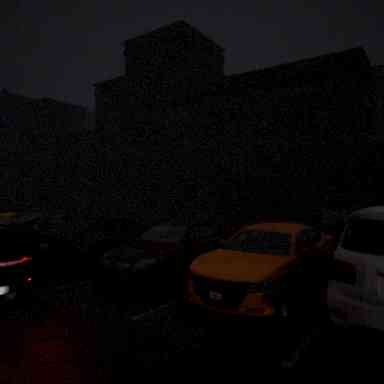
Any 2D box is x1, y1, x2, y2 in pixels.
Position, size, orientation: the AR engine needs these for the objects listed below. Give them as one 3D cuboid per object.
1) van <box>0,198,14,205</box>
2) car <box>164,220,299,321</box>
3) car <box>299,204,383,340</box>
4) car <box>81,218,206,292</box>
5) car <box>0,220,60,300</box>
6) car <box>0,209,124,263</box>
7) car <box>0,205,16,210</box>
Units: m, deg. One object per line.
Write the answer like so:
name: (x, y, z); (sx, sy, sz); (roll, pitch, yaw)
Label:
van: (-11.602, 1.279, 17.080); (1.878, 1.987, 4.442); (0, 0, 36)
car: (1.839, 1.480, 7.648); (2.097, 1.535, 5.008); (0, 0, 35)
car: (4.097, 1.229, 6.067); (2.435, 2.045, 5.566); (0, 0, 35)
car: (-0.408, 1.522, 9.247); (2.002, 1.452, 4.674); (0, 0, 35)
car: (-5.278, 1.496, 7.138); (4.902, 1.511, 2.128); (0, 0, 35)
car: (-4.903, 1.489, 12.441); (2.231, 1.521, 4.892); (0, 0, 35)
car: (-7.036, 1.489, 14.197); (1.946, 1.575, 5.366); (0, 0, 35)
